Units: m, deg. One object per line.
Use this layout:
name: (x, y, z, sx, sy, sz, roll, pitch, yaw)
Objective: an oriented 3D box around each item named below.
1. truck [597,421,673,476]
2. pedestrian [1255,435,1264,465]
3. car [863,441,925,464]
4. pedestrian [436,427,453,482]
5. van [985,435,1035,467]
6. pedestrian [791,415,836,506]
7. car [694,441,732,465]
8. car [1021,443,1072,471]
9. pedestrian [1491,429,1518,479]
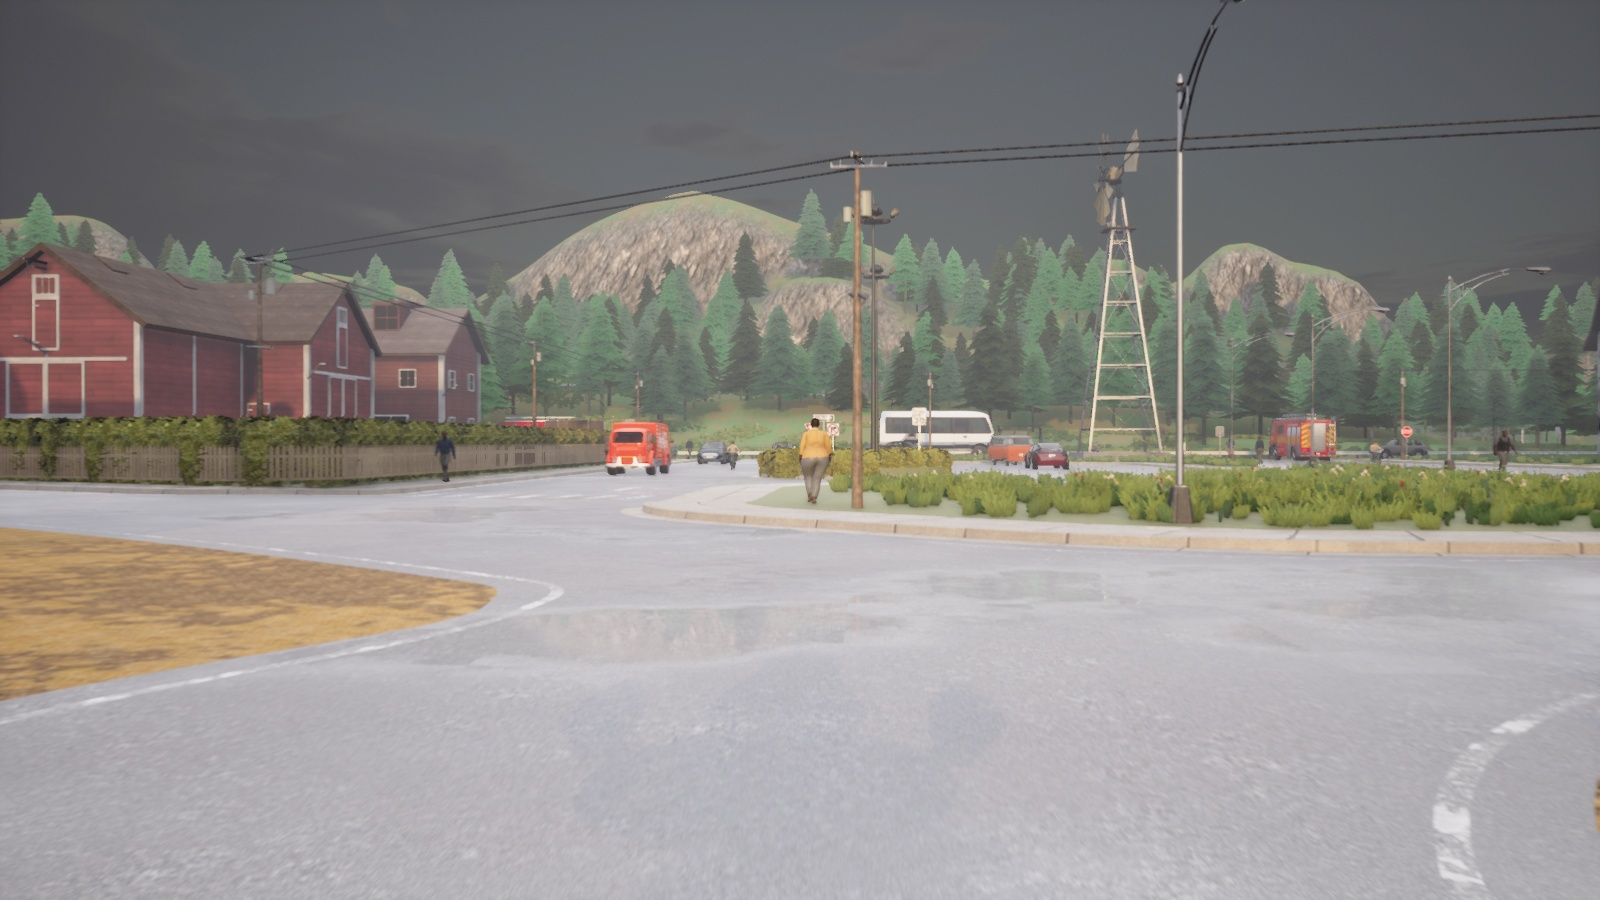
truck: (-7.725, -0.082, 59.354, 2.627, 2.467, 5.204, 0, 0, 3)
pedestrian: (28.275, -0.007, 77.288, 0.370, 1.835, 0.726, 0, 0, 6)
car: (6.635, 0.150, 88.766, 3.988, 1.617, 1.851, 0, 0, 22)
pedestrian: (-12.022, 0.151, 42.449, 0.370, 1.835, 0.726, 0, 0, 0)
van: (13.569, 0.052, 81.445, 1.775, 1.987, 4.442, 0, 0, -11)
pedestrian: (0.268, 0.211, 26.293, 0.874, 1.855, 0.900, 0, 0, -3)
car: (-6.079, 0.174, 88.158, 2.033, 1.649, 4.856, 0, 0, 3)
car: (13.706, 0.364, 70.042, 2.163, 1.488, 4.792, 0, 0, 3)
pedestrian: (26.701, 0.159, 47.623, 0.563, 1.883, 0.849, 0, 0, 2)
